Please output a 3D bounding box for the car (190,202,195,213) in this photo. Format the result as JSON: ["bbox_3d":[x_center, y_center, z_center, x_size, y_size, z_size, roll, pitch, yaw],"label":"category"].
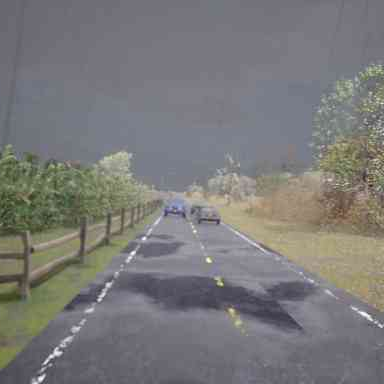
[{"bbox_3d":[0.771,2.002,41.055,1.837,1.490,4.892,3,0,-2],"label":"car"}]

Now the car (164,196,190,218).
[{"bbox_3d":[-1.700,1.507,34.199,2.150,2.045,5.566,3,-1,-2],"label":"car"}]

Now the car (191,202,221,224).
[{"bbox_3d":[1.350,1.947,28.806,2.033,1.411,5.357,3,-1,-2],"label":"car"}]
